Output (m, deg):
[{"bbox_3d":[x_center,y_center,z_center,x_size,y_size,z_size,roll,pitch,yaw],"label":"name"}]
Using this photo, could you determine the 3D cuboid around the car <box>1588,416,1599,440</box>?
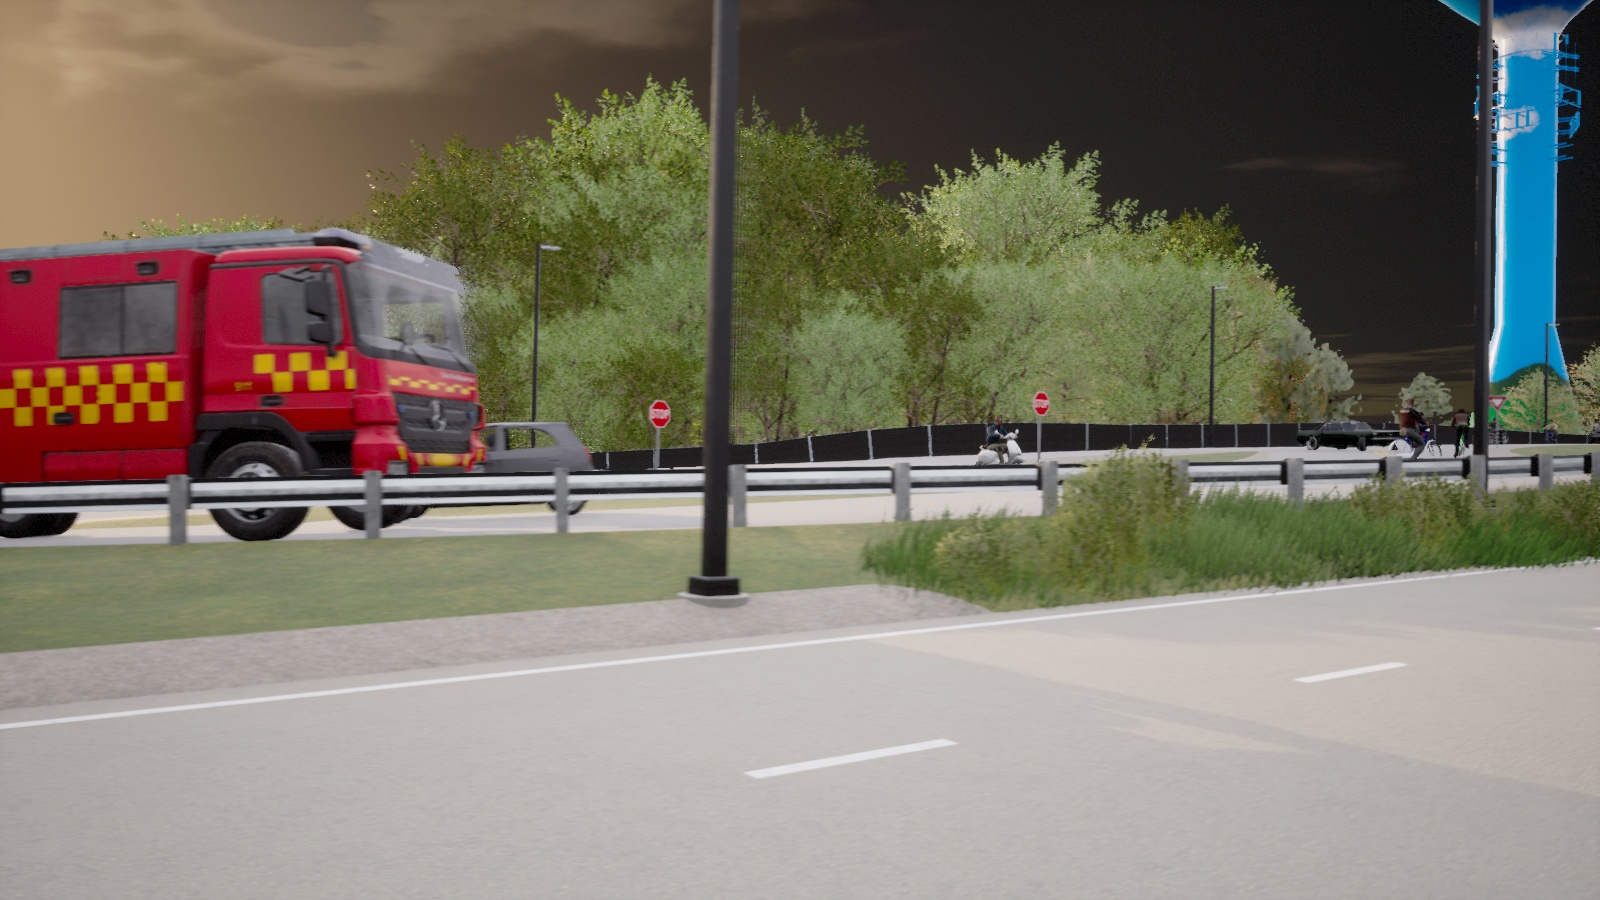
[{"bbox_3d":[52.017,-1.342,79.718,3.806,1.475,1.970,2,-1,-32],"label":"car"}]

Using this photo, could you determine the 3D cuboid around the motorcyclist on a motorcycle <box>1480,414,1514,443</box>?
[{"bbox_3d":[39.926,-1.233,71.895,2.350,1.649,0.766,-1,0,-36],"label":"motorcyclist on a motorcycle"}]

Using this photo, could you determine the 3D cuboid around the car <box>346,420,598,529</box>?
[{"bbox_3d":[-5.036,0.374,19.738,3.633,1.501,1.845,-2,-1,-9],"label":"car"}]

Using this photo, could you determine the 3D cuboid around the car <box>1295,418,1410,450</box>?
[{"bbox_3d":[23.755,-0.705,54.183,1.895,1.301,4.718,-1,1,-18],"label":"car"}]

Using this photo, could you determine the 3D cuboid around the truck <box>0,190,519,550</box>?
[{"bbox_3d":[-8.174,-0.763,15.886,8.468,3.827,2.891,-2,-1,11],"label":"truck"}]

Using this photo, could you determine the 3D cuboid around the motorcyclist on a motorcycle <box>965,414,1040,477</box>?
[{"bbox_3d":[5.303,-0.113,32.953,0.866,1.590,1.817,-2,1,-36],"label":"motorcyclist on a motorcycle"}]

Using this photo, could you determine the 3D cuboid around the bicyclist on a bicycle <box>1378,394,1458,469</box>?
[{"bbox_3d":[14.847,-0.446,30.154,1.843,1.776,0.659,-1,-1,-24],"label":"bicyclist on a bicycle"}]
